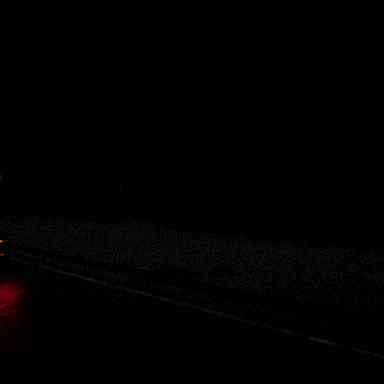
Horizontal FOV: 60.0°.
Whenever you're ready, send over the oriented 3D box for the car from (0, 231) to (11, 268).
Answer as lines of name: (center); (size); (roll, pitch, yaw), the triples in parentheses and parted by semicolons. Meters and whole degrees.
car: (-7.261, 1.506, 10.023); (4.892, 1.490, 1.837); (0, 0, 38)
